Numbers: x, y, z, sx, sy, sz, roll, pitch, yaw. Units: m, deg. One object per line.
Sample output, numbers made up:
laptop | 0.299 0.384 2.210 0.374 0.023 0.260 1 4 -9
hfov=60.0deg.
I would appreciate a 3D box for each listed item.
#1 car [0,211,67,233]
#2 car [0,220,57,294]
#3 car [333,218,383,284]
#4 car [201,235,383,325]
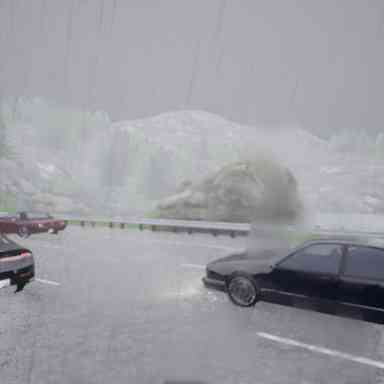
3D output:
car | -9.024 1.671 17.876 4.718 1.301 1.895 0 0 30
car | -5.609 1.531 7.581 4.902 1.511 2.128 0 0 33
car | 6.138 1.496 8.113 4.674 1.442 1.812 0 0 36
car | 2.827 1.535 6.207 5.357 1.411 2.033 0 0 35
